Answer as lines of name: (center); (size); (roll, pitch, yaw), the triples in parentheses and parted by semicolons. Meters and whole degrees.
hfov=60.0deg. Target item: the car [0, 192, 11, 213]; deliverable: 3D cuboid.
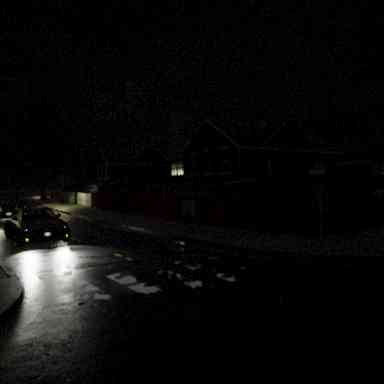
car: (-18.320, 0.988, 31.042); (2.097, 1.767, 4.553); (-2, 2, -32)

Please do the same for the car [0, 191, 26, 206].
car: (-12.737, 0.967, 22.576); (2.150, 2.045, 5.566); (-2, 2, -35)

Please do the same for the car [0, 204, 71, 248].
car: (-6.707, 1.412, 14.280); (1.994, 1.385, 4.181); (-2, 2, -37)
